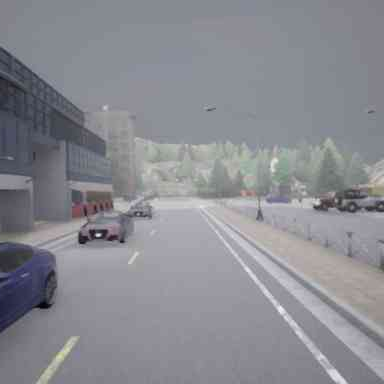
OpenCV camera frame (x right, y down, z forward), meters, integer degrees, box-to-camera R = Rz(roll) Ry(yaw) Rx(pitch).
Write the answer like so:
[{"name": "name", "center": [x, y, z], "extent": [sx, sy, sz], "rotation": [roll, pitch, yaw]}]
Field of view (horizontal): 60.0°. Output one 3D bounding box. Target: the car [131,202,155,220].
[{"name": "car", "center": [-4.295, 1.581, 28.391], "extent": [1.994, 1.385, 4.181], "rotation": [-1, 0, -1]}]

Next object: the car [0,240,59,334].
[{"name": "car", "center": [-3.677, 1.594, 5.335], "extent": [1.812, 1.442, 4.674], "rotation": [-1, 0, -2]}]

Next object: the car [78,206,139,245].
[{"name": "car", "center": [-3.984, 1.609, 15.957], "extent": [1.994, 1.385, 4.181], "rotation": [-1, 0, -2]}]

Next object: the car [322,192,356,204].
[{"name": "car", "center": [20.104, 0.779, 45.557], "extent": [3.806, 1.475, 1.970], "rotation": [-1, 0, -2]}]

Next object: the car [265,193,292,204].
[{"name": "car", "center": [12.606, 0.941, 48.332], "extent": [3.633, 1.501, 1.845], "rotation": [-1, 0, -2]}]

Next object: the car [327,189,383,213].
[{"name": "car", "center": [13.467, 0.685, 26.858], "extent": [3.866, 1.878, 1.905], "rotation": [-1, 0, -2]}]

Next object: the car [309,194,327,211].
[{"name": "car", "center": [12.975, 0.709, 29.751], "extent": [4.605, 1.855, 1.932], "rotation": [-1, 0, -2]}]
